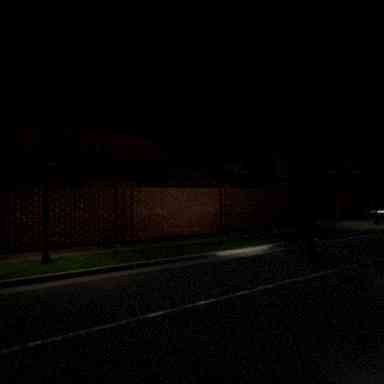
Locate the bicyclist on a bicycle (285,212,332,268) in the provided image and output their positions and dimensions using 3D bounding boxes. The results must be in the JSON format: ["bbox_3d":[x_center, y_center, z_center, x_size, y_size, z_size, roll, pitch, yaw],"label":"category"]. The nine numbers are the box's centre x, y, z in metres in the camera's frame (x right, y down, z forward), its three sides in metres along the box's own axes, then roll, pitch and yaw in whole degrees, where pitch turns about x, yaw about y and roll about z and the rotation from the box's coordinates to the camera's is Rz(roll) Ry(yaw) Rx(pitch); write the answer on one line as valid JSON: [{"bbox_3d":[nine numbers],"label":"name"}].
[{"bbox_3d":[3.554,1.453,10.276,0.582,1.620,1.656,0,0,-36],"label":"bicyclist on a bicycle"}]

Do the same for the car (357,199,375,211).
[{"bbox_3d":[18.674,1.408,38.378,1.994,1.385,4.181,0,0,-35],"label":"car"}]
